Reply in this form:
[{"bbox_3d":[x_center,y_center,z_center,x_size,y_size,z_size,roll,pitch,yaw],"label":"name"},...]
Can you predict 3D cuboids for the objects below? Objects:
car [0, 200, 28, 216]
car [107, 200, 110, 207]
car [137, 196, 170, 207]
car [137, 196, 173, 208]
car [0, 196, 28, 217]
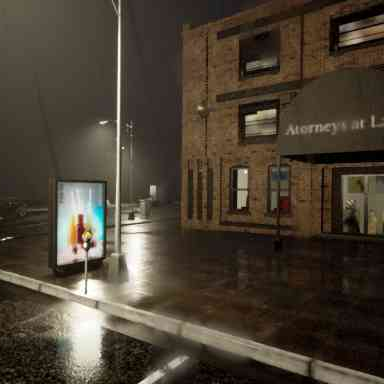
[{"bbox_3d":[-17.745,1.429,30.348,1.895,1.301,4.718,1,1,33],"label":"car"},{"bbox_3d":[-11.714,1.292,38.636,1.812,1.442,4.674,1,1,36],"label":"car"},{"bbox_3d":[-5.443,1.304,47.236,1.895,1.301,4.718,1,1,36],"label":"car"},{"bbox_3d":[-4.669,1.311,42.792,2.033,1.411,5.357,1,1,36],"label":"car"},{"bbox_3d":[-16.006,1.232,27.136,2.097,1.767,4.553,1,1,35],"label":"car"}]
